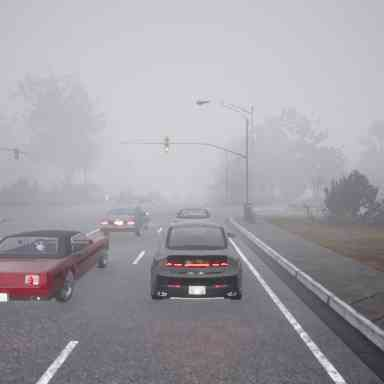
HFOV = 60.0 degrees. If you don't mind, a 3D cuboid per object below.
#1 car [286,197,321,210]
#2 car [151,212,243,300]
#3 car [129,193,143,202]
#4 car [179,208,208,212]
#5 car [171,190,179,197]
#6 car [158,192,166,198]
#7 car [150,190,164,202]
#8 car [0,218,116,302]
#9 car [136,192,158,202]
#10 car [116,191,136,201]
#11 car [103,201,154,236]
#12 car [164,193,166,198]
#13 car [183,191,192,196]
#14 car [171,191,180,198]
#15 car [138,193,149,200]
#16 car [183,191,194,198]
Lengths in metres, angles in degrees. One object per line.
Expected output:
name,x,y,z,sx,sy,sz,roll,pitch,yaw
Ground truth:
car,13.668,1.274,38.319,5.357,1.411,2.033,0,0,0
car,0.089,1.473,8.305,1.837,1.490,4.892,0,0,0
car,-10.666,0.988,63.674,1.882,1.535,5.008,0,1,0
car,0.083,1.497,17.667,1.895,1.301,4.718,0,0,0
car,-4.898,0.453,94.740,2.097,1.767,4.553,0,1,-7
car,-7.590,0.782,83.902,1.812,1.442,4.674,0,1,-3
car,-7.157,0.734,63.443,2.150,2.045,5.566,0,1,-1
car,-3.411,1.571,8.127,1.895,1.301,4.718,0,0,0
car,-7.184,1.152,53.268,2.033,1.411,5.357,0,0,0
car,-10.683,0.822,53.787,2.150,2.045,5.566,0,0,0
car,-3.443,1.443,17.738,2.033,1.411,5.357,0,0,-1
car,-7.226,0.877,73.633,1.882,1.535,5.008,0,1,-1
car,-1.410,0.466,95.102,2.033,1.411,5.357,0,1,-7
car,-4.130,0.604,84.671,2.097,1.767,4.553,0,1,-4
car,-10.731,0.992,73.760,1.895,1.301,4.718,0,1,-1
car,-0.659,0.784,85.225,1.994,1.385,4.181,0,1,-4
